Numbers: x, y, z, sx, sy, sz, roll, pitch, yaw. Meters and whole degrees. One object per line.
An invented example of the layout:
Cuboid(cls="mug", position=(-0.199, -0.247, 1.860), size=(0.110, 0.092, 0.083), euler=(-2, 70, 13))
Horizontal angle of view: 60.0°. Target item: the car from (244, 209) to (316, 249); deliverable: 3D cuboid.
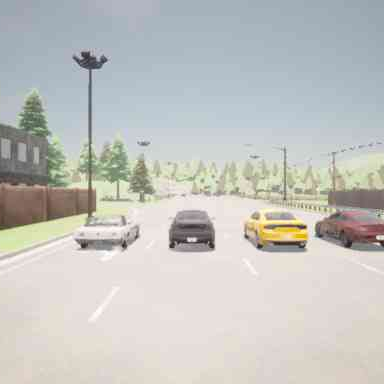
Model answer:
Cuboid(cls="car", position=(3.500, 1.482, 14.650), size=(1.882, 1.535, 5.008), euler=(0, 0, 0))

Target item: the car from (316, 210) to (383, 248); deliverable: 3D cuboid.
Cuboid(cls="car", position=(7.000, 1.530, 14.650), size=(1.812, 1.442, 4.674), euler=(0, 0, 0))

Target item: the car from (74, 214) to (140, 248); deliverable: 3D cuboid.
Cuboid(cls="car", position=(-3.500, 1.613, 14.680), size=(1.895, 1.301, 4.718), euler=(0, 0, 0))

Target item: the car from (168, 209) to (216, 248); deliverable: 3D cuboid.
Cuboid(cls="car", position=(0.000, 1.513, 14.650), size=(1.837, 1.490, 4.892), euler=(0, 0, 0))
